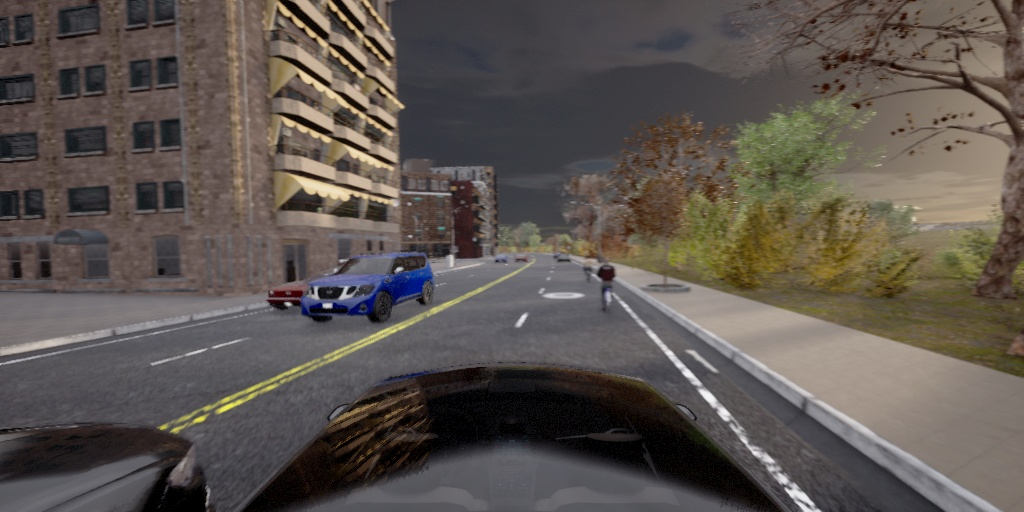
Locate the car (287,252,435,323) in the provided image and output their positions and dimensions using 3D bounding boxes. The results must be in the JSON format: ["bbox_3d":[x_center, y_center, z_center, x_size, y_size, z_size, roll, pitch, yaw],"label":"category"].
[{"bbox_3d":[-4.475,0.906,12.262,2.150,2.045,5.566,-1,1,9],"label":"car"}]

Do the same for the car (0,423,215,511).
[{"bbox_3d":[-3.065,1.337,0.247,2.128,1.511,4.902,-1,1,10],"label":"car"}]

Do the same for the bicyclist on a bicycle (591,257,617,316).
[{"bbox_3d":[2.940,0.898,11.164,0.659,1.776,1.843,-1,1,9],"label":"bicyclist on a bicycle"}]

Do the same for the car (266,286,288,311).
[{"bbox_3d":[-7.381,1.318,14.576,1.895,1.301,4.718,-1,1,9],"label":"car"}]

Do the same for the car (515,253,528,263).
[{"bbox_3d":[1.560,0.308,57.199,1.882,1.535,5.008,-1,1,6],"label":"car"}]

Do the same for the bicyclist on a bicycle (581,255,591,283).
[{"bbox_3d":[4.529,0.760,21.404,0.866,1.612,1.509,-1,1,9],"label":"bicyclist on a bicycle"}]

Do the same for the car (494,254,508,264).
[{"bbox_3d":[-1.692,0.400,57.434,1.882,1.535,5.008,-1,1,3],"label":"car"}]

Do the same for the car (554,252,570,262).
[{"bbox_3d":[8.044,0.235,56.002,1.994,1.385,4.181,-1,1,6],"label":"car"}]
